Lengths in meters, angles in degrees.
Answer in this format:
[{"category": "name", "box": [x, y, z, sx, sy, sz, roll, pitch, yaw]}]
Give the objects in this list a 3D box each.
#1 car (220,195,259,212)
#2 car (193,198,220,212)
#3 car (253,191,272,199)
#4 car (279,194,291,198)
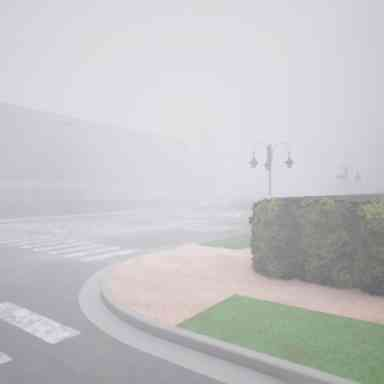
[{"category": "car", "box": [5.518, 1.472, 37.969, 1.837, 1.490, 4.892, 0, 0, 35]}, {"category": "car", "box": [1.985, 1.484, 39.032, 1.812, 1.442, 4.674, 0, 0, 35]}, {"category": "car", "box": [11.048, 0.900, 52.410, 2.150, 2.045, 5.566, 0, 0, 26]}, {"category": "car", "box": [14.203, 1.081, 50.896, 1.837, 1.490, 4.892, 0, 0, 26]}]
